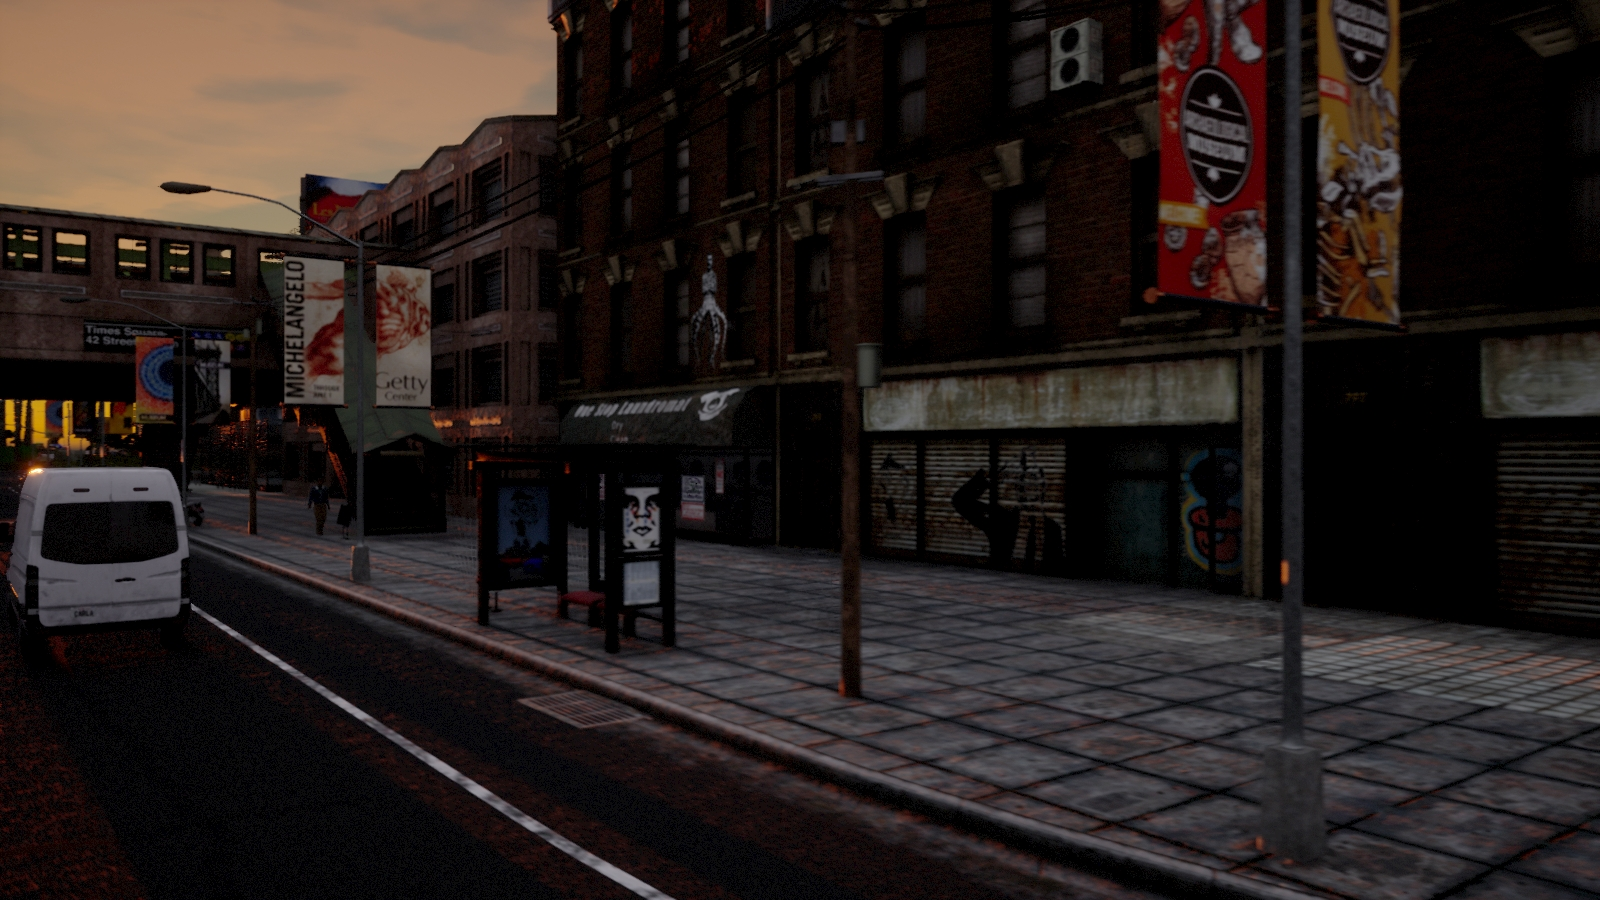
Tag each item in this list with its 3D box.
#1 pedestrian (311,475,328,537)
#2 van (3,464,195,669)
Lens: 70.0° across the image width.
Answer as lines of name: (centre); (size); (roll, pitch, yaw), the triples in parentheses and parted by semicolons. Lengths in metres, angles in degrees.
pedestrian: (-14.736, 1.705, 35.033); (0.375, 1.860, 0.375); (0, 0, -37)
van: (-10.979, 1.538, 17.653); (1.988, 2.561, 5.915); (0, 0, -37)
